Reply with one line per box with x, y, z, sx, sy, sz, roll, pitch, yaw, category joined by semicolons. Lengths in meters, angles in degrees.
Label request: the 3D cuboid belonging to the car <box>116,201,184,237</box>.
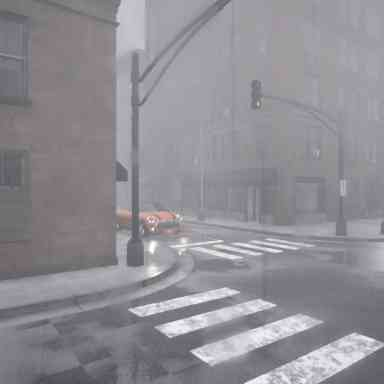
-2.357;1.265;17.525;2.097;1.767;4.553;0;0;-35;car
